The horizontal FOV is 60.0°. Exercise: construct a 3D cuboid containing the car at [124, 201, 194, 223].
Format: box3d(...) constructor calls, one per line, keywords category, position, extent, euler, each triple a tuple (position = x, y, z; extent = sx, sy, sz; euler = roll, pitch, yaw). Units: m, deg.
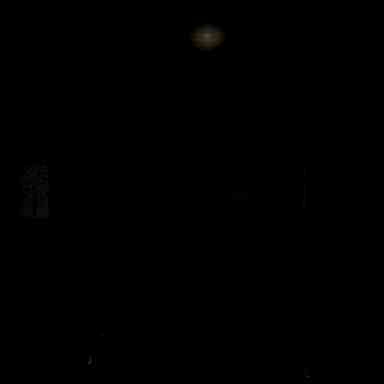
box3d(category="car", position=(-2.312, 1.392, 23.433), extent=(4.892, 1.490, 1.837), euler=(1, 0, 0))
